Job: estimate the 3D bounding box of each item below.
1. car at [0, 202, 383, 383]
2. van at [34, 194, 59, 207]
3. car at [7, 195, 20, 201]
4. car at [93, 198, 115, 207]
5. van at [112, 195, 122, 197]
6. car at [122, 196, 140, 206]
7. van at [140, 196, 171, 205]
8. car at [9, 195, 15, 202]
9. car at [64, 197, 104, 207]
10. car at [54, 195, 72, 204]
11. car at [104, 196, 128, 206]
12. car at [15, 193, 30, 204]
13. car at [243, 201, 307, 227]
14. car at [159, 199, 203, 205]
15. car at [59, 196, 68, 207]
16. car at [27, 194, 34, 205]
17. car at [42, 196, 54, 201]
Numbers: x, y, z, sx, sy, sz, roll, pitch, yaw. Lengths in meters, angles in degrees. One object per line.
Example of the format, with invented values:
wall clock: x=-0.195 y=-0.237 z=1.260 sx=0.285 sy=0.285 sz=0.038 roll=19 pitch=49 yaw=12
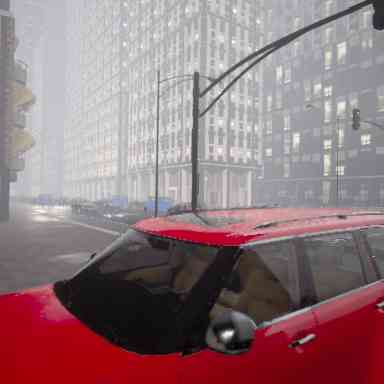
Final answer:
car: x=0.256 y=1.223 z=3.211 sx=5.566 sy=2.045 sz=2.150 roll=0 pitch=0 yaw=-35
van: x=-20.501 y=1.199 z=46.808 sx=1.690 sy=1.788 sz=3.998 roll=1 pitch=-1 yaw=-35
car: x=-40.017 y=1.380 z=74.517 sx=2.008 sy=1.369 sz=4.403 roll=1 pitch=-1 yaw=-35
car: x=-13.655 y=1.591 z=51.630 sx=1.947 sy=1.339 sz=4.313 roll=1 pitch=-1 yaw=-35
van: x=-10.398 y=1.372 z=47.015 sx=1.690 sy=1.788 sz=3.998 roll=1 pitch=-1 yaw=-35
car: x=-7.149 y=1.589 z=42.394 sx=2.008 sy=1.369 sz=4.403 roll=1 pitch=-1 yaw=-35
van: x=-3.894 y=1.386 z=37.777 sx=1.690 sy=1.788 sz=3.998 roll=1 pitch=-1 yaw=-35
car: x=-36.766 y=1.399 z=69.898 sx=1.947 sy=1.339 sz=4.313 roll=1 pitch=-1 yaw=-35
car: x=-10.748 y=1.429 z=32.951 sx=2.008 sy=1.369 sz=4.403 roll=1 pitch=-1 yaw=-35
car: x=-23.990 y=1.437 z=61.811 sx=1.882 sy=1.535 sz=5.008 roll=1 pitch=-1 yaw=-35
car: x=-9.046 y=1.476 z=35.036 sx=2.033 sy=1.411 sz=5.357 roll=1 pitch=-1 yaw=-35
car: x=-30.257 y=1.157 z=60.664 sx=2.192 sy=1.841 sz=5.009 roll=1 pitch=-1 yaw=-35
car: x=5.862 y=1.509 z=23.921 sx=1.967 sy=1.590 sz=4.097 roll=1 pitch=-1 yaw=-35
car: x=0.155 y=1.443 z=21.966 sx=2.128 sy=1.511 sz=4.902 roll=1 pitch=-1 yaw=-35
car: x=-19.344 y=1.553 z=49.826 sx=1.895 sy=1.301 sz=4.718 roll=1 pitch=-1 yaw=-35
car: x=-23.757 y=1.434 z=51.424 sx=1.802 sy=1.307 sz=4.206 roll=1 pitch=-1 yaw=-35
car: x=-36.420 y=1.575 z=83.958 sx=1.802 sy=1.307 sz=4.206 roll=1 pitch=-1 yaw=-35
